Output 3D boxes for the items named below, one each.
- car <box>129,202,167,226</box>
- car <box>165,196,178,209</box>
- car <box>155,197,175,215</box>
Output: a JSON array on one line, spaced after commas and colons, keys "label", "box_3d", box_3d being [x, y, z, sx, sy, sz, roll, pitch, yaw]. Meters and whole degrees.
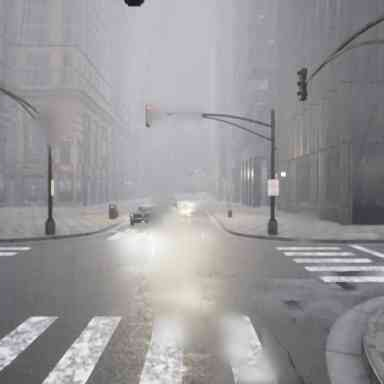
[{"label": "car", "box_3d": [-3.107, 1.583, 23.342, 1.895, 1.301, 4.718, 0, 0, 0]}, {"label": "car", "box_3d": [-3.103, 1.320, 45.209, 2.097, 1.767, 4.553, 0, 0, 1]}, {"label": "car", "box_3d": [-3.104, 1.539, 33.285, 1.994, 1.385, 4.181, 0, 0, 0]}]
